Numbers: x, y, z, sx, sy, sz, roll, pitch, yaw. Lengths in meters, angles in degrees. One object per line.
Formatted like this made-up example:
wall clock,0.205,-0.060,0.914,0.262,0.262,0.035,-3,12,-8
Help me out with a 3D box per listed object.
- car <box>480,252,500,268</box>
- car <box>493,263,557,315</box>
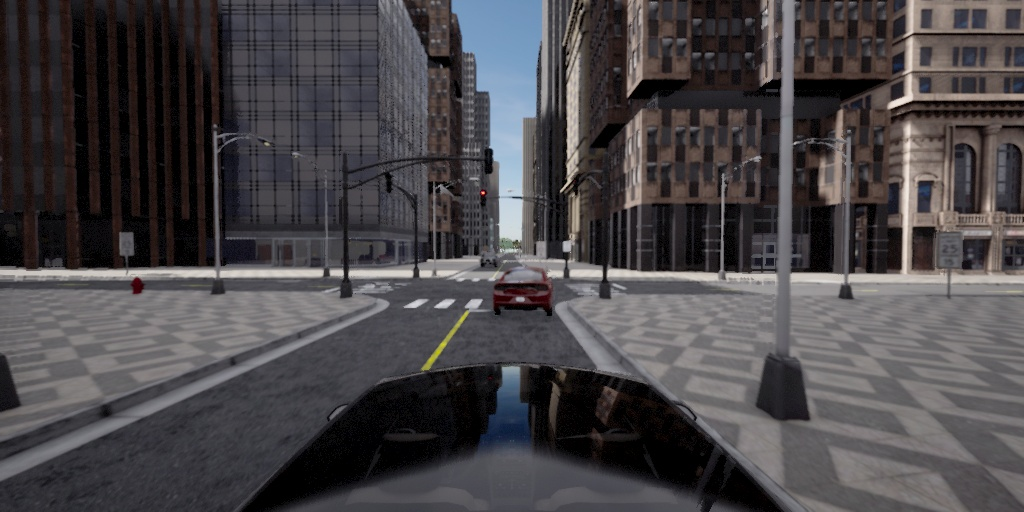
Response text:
car,-3.107,0.499,48.970,2.150,2.045,5.566,0,1,0
car,0.572,1.122,13.098,1.882,1.535,5.008,0,0,8
